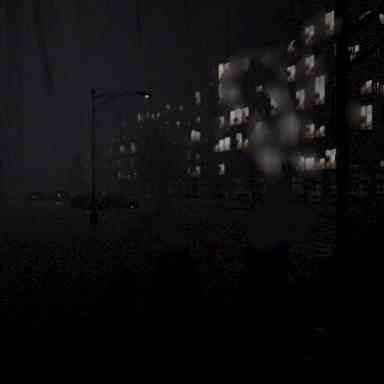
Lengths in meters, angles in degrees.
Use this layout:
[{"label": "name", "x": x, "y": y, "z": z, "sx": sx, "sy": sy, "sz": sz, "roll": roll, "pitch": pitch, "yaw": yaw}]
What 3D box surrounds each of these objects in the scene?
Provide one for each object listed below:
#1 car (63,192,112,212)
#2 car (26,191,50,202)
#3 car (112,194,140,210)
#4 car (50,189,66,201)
[{"label": "car", "x": -9.623, "y": 0.959, "z": 30.290, "sx": 2.033, "sy": 1.411, "sz": 5.357, "roll": 0, "pitch": 1, "yaw": -38}, {"label": "car", "x": -21.297, "y": 0.612, "z": 45.352, "sx": 1.812, "sy": 1.442, "sz": 4.674, "roll": 0, "pitch": 1, "yaw": -38}, {"label": "car", "x": -7.054, "y": 0.939, "z": 32.280, "sx": 2.033, "sy": 1.411, "sz": 5.357, "roll": 0, "pitch": 1, "yaw": -38}, {"label": "car", "x": -18.755, "y": 0.425, "z": 47.375, "sx": 2.097, "sy": 1.767, "sz": 4.553, "roll": 0, "pitch": 1, "yaw": -38}]
